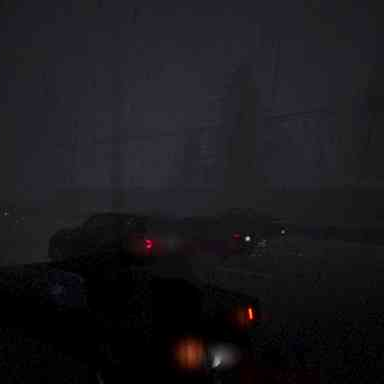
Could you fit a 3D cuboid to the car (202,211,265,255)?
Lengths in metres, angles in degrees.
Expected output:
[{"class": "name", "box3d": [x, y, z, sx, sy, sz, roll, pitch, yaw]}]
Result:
[{"class": "car", "box3d": [0.247, 1.551, 12.412, 4.181, 1.385, 1.994, 0, 0, 35]}]

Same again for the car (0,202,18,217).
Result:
[{"class": "car", "box3d": [-17.370, 1.542, 29.274, 4.718, 1.301, 1.895, 0, 0, 35]}]

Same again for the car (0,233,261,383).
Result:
[{"class": "car", "box3d": [-1.502, 1.593, 5.063, 4.718, 1.301, 1.895, 0, 0, 35]}]

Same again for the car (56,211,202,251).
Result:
[{"class": "car", "box3d": [-2.255, 1.338, 9.898, 4.553, 1.767, 2.097, 0, 0, 35]}]

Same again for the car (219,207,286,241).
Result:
[{"class": "car", "box3d": [1.888, 1.478, 15.540, 4.902, 1.511, 2.128, 0, 0, 35]}]
